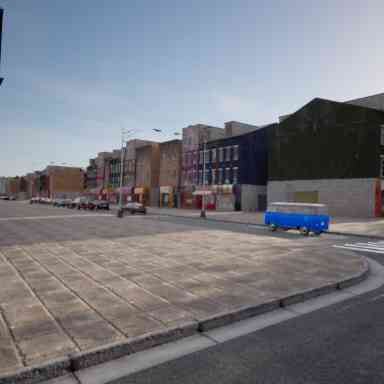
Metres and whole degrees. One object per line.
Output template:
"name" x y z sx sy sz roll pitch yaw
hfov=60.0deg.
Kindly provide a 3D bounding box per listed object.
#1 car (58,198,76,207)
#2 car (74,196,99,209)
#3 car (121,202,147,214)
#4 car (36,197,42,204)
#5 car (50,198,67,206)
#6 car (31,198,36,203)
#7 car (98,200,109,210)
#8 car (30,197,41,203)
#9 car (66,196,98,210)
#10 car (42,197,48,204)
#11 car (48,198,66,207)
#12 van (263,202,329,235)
"car" -22.627 1.842 59.896 1.887 1.381 4.507 3 -2 -36
"car" -16.218 1.577 51.037 2.192 1.841 5.009 3 -2 -36
"car" -6.627 1.808 37.733 1.802 1.307 4.206 3 -2 -36
"car" -32.229 1.951 73.192 1.802 1.307 4.206 3 -2 -36
"car" -25.827 1.886 64.327 1.947 1.339 4.313 3 -2 -36
"car" -35.425 1.837 77.627 1.967 1.590 4.097 3 -2 -36
"car" -13.026 1.813 46.598 1.947 1.339 4.313 3 -2 -36
"car" -38.630 2.010 82.055 1.802 1.307 4.206 3 -2 -36
"car" -14.860 1.489 44.745 2.097 1.767 4.553 3 -2 -35
"car" -29.126 1.870 68.898 1.752 1.417 4.829 3 -2 -36
"car" -20.689 1.709 52.716 2.033 1.411 5.357 3 -2 -36
"van" 6.182 1.555 20.008 1.690 1.788 3.998 3 -2 -36
